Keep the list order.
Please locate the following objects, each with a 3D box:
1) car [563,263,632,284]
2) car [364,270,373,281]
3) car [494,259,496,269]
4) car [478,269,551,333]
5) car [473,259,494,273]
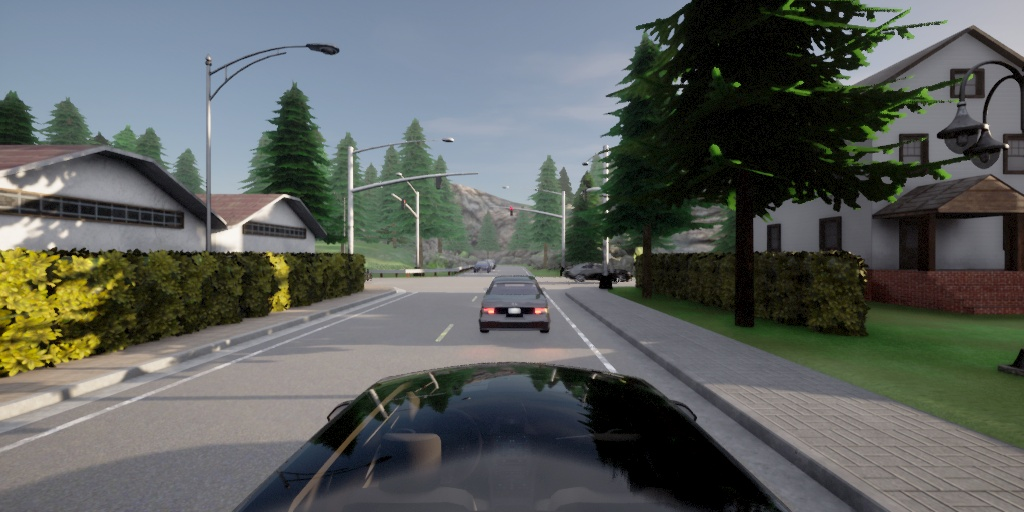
[{"bbox_3d":[6.208,1.222,26.133,4.902,1.511,2.128,0,0,0],"label":"car"},{"bbox_3d":[-12.479,1.295,26.260,4.181,1.385,1.994,0,0,0],"label":"car"},{"bbox_3d":[-3.568,1.267,53.627,1.812,1.442,4.674,0,0,0],"label":"car"},{"bbox_3d":[0.075,1.296,10.692,2.033,1.411,5.357,0,0,0],"label":"car"},{"bbox_3d":[-3.573,1.269,43.609,1.812,1.442,4.674,0,0,0],"label":"car"}]
